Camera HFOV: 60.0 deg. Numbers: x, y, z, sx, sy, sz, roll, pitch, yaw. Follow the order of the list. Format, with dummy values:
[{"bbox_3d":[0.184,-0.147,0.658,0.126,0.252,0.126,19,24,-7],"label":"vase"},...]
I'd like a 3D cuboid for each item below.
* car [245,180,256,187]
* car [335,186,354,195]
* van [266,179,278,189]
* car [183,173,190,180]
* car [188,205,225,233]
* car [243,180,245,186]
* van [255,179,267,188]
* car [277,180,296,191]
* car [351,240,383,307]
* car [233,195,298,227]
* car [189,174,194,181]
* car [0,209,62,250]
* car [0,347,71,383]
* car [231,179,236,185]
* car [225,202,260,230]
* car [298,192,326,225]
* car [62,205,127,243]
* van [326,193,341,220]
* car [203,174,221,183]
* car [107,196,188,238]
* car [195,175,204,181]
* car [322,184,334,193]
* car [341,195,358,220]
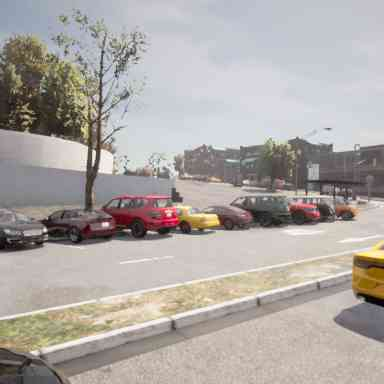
[{"bbox_3d":[14.435,-1.815,74.103,1.946,1.575,5.366,7,3,35],"label":"car"},{"bbox_3d":[26.392,0.133,56.675,2.002,1.452,4.674,7,3,35],"label":"car"},{"bbox_3d":[17.736,-1.494,68.899,1.878,1.987,4.442,7,4,35],"label":"van"},{"bbox_3d":[0.389,-4.088,93.597,2.185,1.767,4.553,4,1,33],"label":"car"},{"bbox_3d":[-1.009,1.503,19.683,5.366,1.575,1.946,-1,-1,35],"label":"car"},{"bbox_3d":[12.605,-2.046,76.424,2.002,1.452,4.674,7,4,35],"label":"car"},{"bbox_3d":[16.008,-1.767,71.371,1.878,1.987,4.442,7,4,35],"label":"van"},{"bbox_3d":[19.495,-0.995,66.536,2.231,1.521,4.892,7,3,35],"label":"car"},{"bbox_3d":[5.333,1.486,6.927,5.008,1.535,1.882,0,0,-35],"label":"car"},{"bbox_3d":[4.027,1.262,23.066,5.566,2.045,2.435,-1,-1,35],"label":"car"},{"bbox_3d":[2.118,-3.853,91.126,2.185,1.767,4.553,6,3,34],"label":"car"},{"bbox_3d":[-8.195,1.493,14.367,4.892,1.521,2.231,-1,-1,35],"label":"car"},{"bbox_3d":[-2.826,1.491,1.118,4.902,1.511,2.128,0,0,-36],"label":"car"},{"bbox_3d":[10.863,-2.320,78.887,2.002,1.452,4.674,7,3,35],"label":"car"},{"bbox_3d":[1.598,1.548,21.310,4.674,1.452,2.002,-1,-1,35],"label":"car"},{"bbox_3d":[6.541,1.266,24.770,5.566,2.045,2.435,-1,-1,35],"label":"car"},{"bbox_3d":[-5.775,1.524,16.113,4.792,1.488,2.163,-1,-1,35],"label":"car"},{"bbox_3d":[9.080,1.296,26.439,4.442,1.987,1.878,-1,-1,35],"label":"van"},{"bbox_3d":[5.761,-3.179,86.399,1.946,1.575,5.366,7,3,34],"label":"car"},{"bbox_3d":[-3.329,1.248,17.857,5.566,2.045,2.435,-1,-1,35],"label":"car"},{"bbox_3d":[3.911,-3.702,88.659,2.435,2.045,5.566,7,3,34],"label":"car"},{"bbox_3d":[24.702,-0.429,59.148,2.435,2.045,5.566,7,3,35],"label":"car"},{"bbox_3d":[11.490,1.402,28.188,4.553,1.767,2.185,-1,-1,35],"label":"car"}]
